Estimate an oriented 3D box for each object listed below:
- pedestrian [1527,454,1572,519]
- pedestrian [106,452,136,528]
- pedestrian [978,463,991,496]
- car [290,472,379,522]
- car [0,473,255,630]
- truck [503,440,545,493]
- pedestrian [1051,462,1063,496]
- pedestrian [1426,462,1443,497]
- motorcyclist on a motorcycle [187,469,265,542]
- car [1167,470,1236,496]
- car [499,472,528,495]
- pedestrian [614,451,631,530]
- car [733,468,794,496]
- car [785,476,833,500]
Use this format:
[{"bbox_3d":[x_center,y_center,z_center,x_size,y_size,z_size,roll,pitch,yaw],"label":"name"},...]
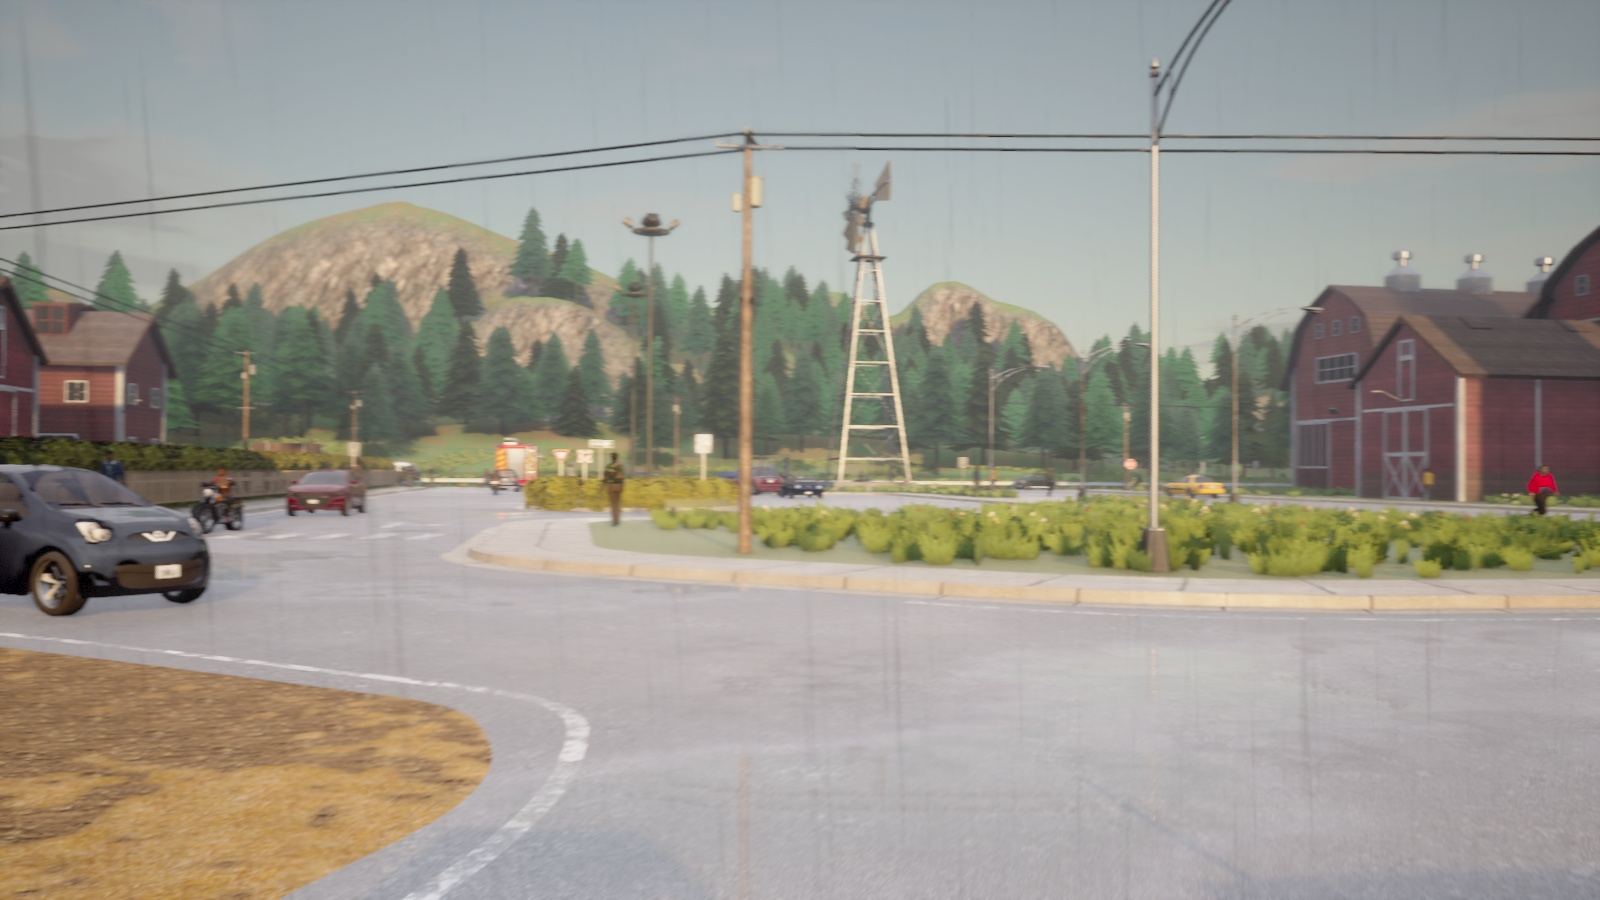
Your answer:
[{"bbox_3d":[21.510,1.053,36.053,0.634,1.844,0.899,0,-1,-11],"label":"pedestrian"},{"bbox_3d":[-17.758,1.042,32.850,0.423,1.949,0.788,0,-1,-8],"label":"pedestrian"},{"bbox_3d":[10.173,1.623,69.204,0.370,1.835,0.726,0,-1,-25],"label":"pedestrian"},{"bbox_3d":[-15.430,1.514,41.874,1.882,1.535,5.008,0,-1,-10],"label":"car"},{"bbox_3d":[-8.042,1.010,13.726,3.633,1.501,1.845,0,-1,24],"label":"car"},{"bbox_3d":[-20.830,1.274,95.158,2.891,3.827,8.468,0,-1,-11],"label":"truck"},{"bbox_3d":[14.787,1.669,72.245,0.423,1.949,0.788,0,-1,-9],"label":"pedestrian"},{"bbox_3d":[32.995,1.533,65.308,0.431,1.840,0.709,0,-1,-11],"label":"pedestrian"},{"bbox_3d":[-13.664,1.284,29.978,0.766,1.649,2.350,-1,-1,0],"label":"motorcyclist on a motorcycle"},{"bbox_3d":[25.313,2.062,79.435,1.801,1.575,5.366,0,-1,-11],"label":"car"},{"bbox_3d":[-19.529,2.255,85.662,1.789,1.549,3.705,0,-1,-10],"label":"car"},{"bbox_3d":[-4.405,1.000,31.203,0.395,1.930,0.692,0,-1,-10],"label":"pedestrian"},{"bbox_3d":[-2.393,2.026,80.239,2.097,1.767,4.553,0,-1,-28],"label":"car"},{"bbox_3d":[0.469,2.118,71.541,1.895,1.301,4.718,0,-1,-10],"label":"car"}]
